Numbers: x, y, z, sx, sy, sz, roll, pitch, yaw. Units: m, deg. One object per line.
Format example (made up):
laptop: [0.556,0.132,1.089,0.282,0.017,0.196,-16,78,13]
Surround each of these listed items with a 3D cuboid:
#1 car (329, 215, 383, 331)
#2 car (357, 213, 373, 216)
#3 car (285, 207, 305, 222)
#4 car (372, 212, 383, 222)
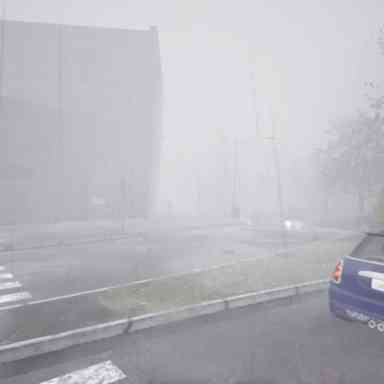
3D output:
car: [4.592,1.375,5.825,4.553,1.767,2.097,0,-1,-29]
car: [13.301,1.981,21.705,1.882,1.535,5.008,4,-2,-30]
car: [11.424,2.435,36.784,2.128,1.511,4.902,2,-2,19]
car: [32.359,4.173,53.840,5.357,1.411,2.033,3,-2,5]
